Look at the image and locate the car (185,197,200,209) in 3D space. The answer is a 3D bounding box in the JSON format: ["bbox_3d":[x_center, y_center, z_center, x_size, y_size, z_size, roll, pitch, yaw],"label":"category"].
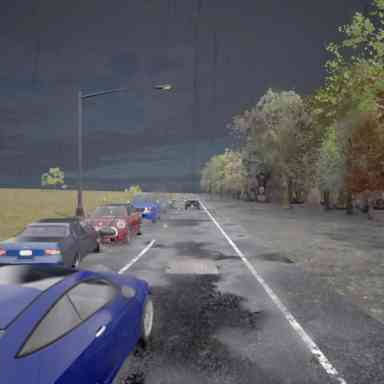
[{"bbox_3d":[0.046,1.501,44.334,1.837,1.490,4.892,0,0,0],"label":"car"}]

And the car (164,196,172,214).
[{"bbox_3d":[-3.605,1.351,35.273,2.097,1.767,4.553,0,0,0],"label":"car"}]

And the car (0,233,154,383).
[{"bbox_3d":[-1.717,1.526,3.584,1.812,1.442,4.674,0,0,6],"label":"car"}]

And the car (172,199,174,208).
[{"bbox_3d":[-3.607,1.347,45.280,2.097,1.767,4.553,0,0,0],"label":"car"}]

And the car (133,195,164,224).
[{"bbox_3d":[-3.612,1.223,25.268,2.150,2.045,5.566,0,0,-1],"label":"car"}]

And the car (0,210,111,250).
[{"bbox_3d":[-4.243,1.549,10.719,2.033,1.411,5.357,0,0,-3],"label":"car"}]

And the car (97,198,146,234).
[{"bbox_3d":[-3.681,1.353,15.615,2.097,1.767,4.553,0,0,1],"label":"car"}]
